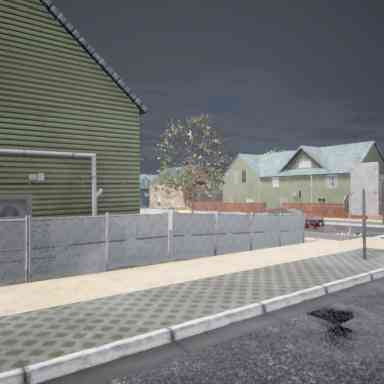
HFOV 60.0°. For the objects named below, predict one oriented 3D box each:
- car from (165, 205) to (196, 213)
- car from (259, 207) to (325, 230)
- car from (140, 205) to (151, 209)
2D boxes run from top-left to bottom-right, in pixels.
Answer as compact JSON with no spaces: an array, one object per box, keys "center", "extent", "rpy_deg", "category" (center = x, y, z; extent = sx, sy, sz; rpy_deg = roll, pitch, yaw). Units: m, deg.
[{"center":[-1.106,2.134,34.165],"extent":[1.882,1.535,5.008],"rpy_deg":[-1,-1,-36],"category":"car"},{"center":[6.737,1.815,23.182],"extent":[1.882,1.535,5.008],"rpy_deg":[-1,-1,-36],"category":"car"},{"center":[-7.968,2.592,48.834],"extent":[1.895,1.301,4.718],"rpy_deg":[-1,-1,-36],"category":"car"}]
